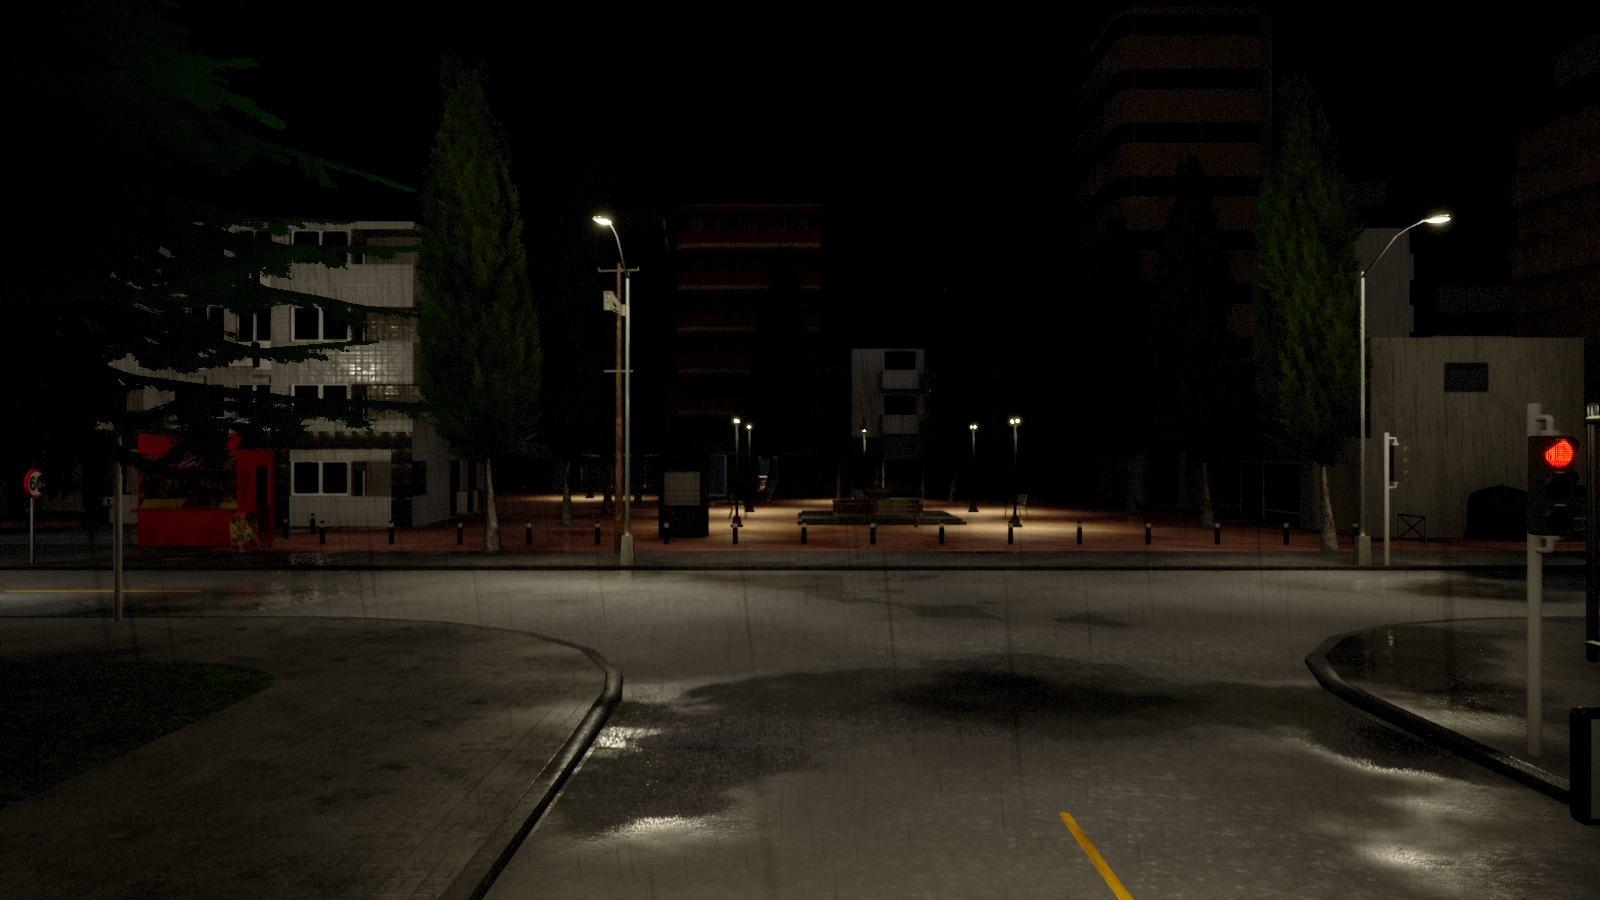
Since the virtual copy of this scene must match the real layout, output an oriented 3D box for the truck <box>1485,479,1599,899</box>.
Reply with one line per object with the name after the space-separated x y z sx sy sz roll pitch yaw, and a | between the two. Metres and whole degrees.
4.017 1.349 1.921 2.627 2.467 5.204 0 0 0 | truck
